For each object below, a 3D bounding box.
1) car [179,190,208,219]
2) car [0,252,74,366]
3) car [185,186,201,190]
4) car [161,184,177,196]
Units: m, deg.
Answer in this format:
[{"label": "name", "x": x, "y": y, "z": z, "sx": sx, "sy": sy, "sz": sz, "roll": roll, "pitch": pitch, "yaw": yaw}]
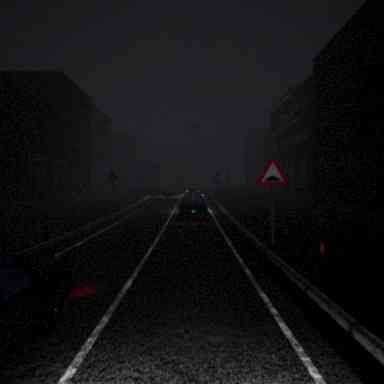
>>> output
[{"label": "car", "x": 0.084, "y": 0.952, "z": 23.307, "sx": 1.882, "sy": 1.535, "sz": 5.008, "roll": 0, "pitch": 3, "yaw": 0}, {"label": "car", "x": -3.098, "y": 1.521, "z": 3.891, "sx": 2.033, "sy": 1.411, "sz": 5.357, "roll": 0, "pitch": 1, "yaw": 0}, {"label": "car", "x": 0.106, "y": -0.052, "z": 41.949, "sx": 1.812, "sy": 1.442, "sz": 4.674, "roll": 0, "pitch": 4, "yaw": 0}, {"label": "car", "x": -3.060, "y": -0.278, "z": 45.362, "sx": 1.812, "sy": 1.442, "sz": 4.674, "roll": 0, "pitch": 4, "yaw": 0}]
